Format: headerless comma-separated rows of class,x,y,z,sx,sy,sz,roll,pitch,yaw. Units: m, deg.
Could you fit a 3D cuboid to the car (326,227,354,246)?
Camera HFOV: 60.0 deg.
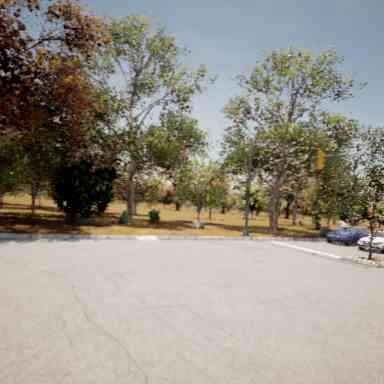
car,13.009,3.561,27.065,4.674,1.442,1.812,5,-1,-30

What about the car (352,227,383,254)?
car,14.126,3.627,24.273,4.674,1.442,1.812,5,-1,-31
